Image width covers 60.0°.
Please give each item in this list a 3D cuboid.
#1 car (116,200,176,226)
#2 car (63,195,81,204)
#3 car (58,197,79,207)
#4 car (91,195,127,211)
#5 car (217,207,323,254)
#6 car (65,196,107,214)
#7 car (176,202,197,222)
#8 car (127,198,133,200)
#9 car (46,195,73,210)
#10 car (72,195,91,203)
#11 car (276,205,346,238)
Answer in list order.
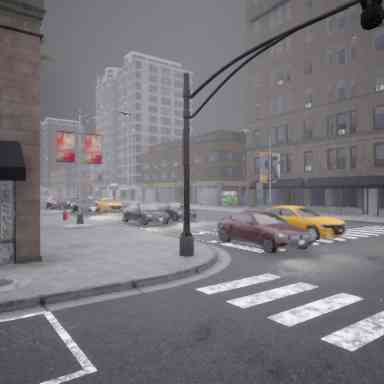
[{"bbox_3d":[-3.342,1.498,23.275,1.812,1.442,4.674,0,0,-36],"label":"car"},{"bbox_3d":[-21.710,1.407,60.181,1.837,1.490,4.892,0,0,-36],"label":"car"},{"bbox_3d":[-18.767,1.502,50.369,1.994,1.385,4.181,0,0,-36],"label":"car"},{"bbox_3d":[-9.550,1.423,37.438,1.882,1.535,5.008,0,0,-36],"label":"car"},{"bbox_3d":[2.788,1.516,13.808,1.812,1.442,4.674,0,0,-28],"label":"car"},{"bbox_3d":[-10.786,1.446,33.590,2.128,1.511,4.902,0,0,-36],"label":"car"},{"bbox_3d":[-1.491,1.492,26.263,1.812,1.442,4.674,0,0,-36],"label":"car"},{"bbox_3d":[-10.010,1.522,49.511,1.895,1.301,4.718,0,0,-36],"label":"car"},{"bbox_3d":[-17.114,1.289,42.417,2.097,1.767,4.553,0,0,-35],"label":"car"},{"bbox_3d":[-22.044,1.436,66.192,2.033,1.411,5.357,0,0,-36],"label":"car"},{"bbox_3d":[5.217,1.461,16.946,1.882,1.535,5.008,0,0,-36],"label":"car"}]
